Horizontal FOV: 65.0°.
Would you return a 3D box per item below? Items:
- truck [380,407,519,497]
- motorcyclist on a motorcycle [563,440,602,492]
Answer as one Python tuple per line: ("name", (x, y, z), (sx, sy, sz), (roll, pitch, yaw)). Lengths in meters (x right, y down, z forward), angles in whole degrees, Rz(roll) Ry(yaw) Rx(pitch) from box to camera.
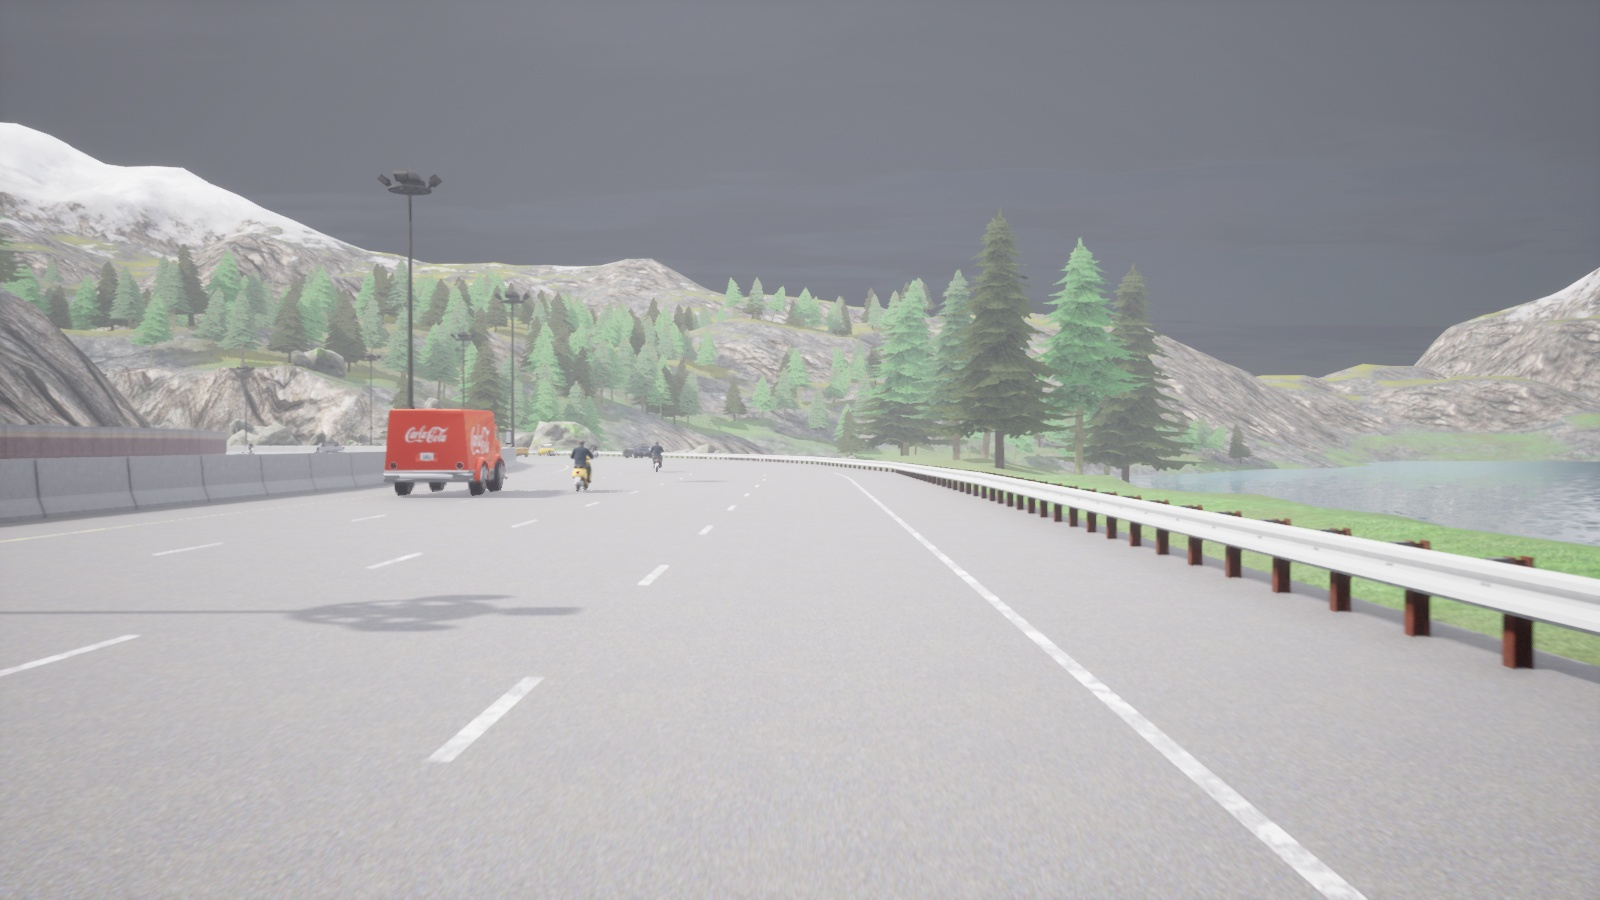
("truck", (-10.270, 0.041, 37.291), (2.627, 2.467, 5.204), (0, 0, 0))
("motorcyclist on a motorcycle", (-6.757, 0.474, 39.084), (0.866, 1.590, 1.817), (0, 0, 0))
